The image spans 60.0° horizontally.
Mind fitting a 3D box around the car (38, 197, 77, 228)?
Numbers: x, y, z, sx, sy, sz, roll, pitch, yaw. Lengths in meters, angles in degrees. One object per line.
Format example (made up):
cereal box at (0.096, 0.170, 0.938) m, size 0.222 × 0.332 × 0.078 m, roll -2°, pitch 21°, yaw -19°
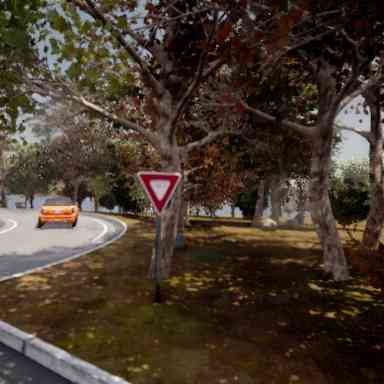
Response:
car at (-8.260, 1.114, 20.646) m, size 2.097 × 1.767 × 4.553 m, roll 0°, pitch 1°, yaw -20°
